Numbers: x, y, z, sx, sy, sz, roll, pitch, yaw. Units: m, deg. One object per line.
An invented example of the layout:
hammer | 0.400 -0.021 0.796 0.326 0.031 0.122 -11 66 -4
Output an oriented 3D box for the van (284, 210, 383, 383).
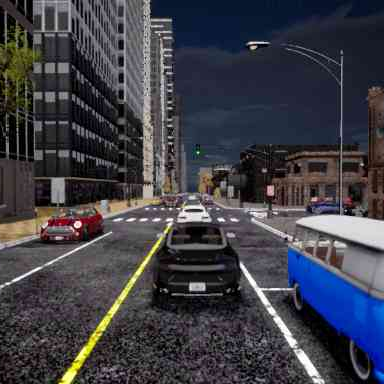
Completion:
van | 2.679 1.340 5.083 1.690 1.788 3.998 -1 0 0

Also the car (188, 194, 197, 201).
car | 0.067 1.504 81.015 1.812 1.442 4.674 0 0 0

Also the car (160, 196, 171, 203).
car | -5.610 1.549 71.053 1.947 1.339 4.313 -1 0 0

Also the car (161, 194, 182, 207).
car | -3.054 1.339 50.273 2.097 1.767 4.553 0 0 0

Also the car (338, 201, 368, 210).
car | 16.443 1.793 31.026 4.313 1.339 1.947 1 0 1

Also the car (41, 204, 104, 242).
car | -5.690 1.435 16.173 1.967 1.590 4.097 -1 0 0

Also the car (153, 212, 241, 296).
car | 0.104 1.503 8.604 1.837 1.490 4.892 0 0 0

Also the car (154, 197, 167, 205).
car | -5.619 1.551 59.764 1.947 1.339 4.313 -1 0 0

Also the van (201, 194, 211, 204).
van | 2.729 1.325 65.347 1.690 1.788 3.998 -1 0 0

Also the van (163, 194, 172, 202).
van | -5.609 1.323 76.697 1.690 1.788 3.998 -1 0 0

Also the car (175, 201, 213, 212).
car | 0.111 1.519 20.120 1.812 1.442 4.674 0 0 0

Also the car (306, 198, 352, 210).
car | 14.846 1.684 36.842 4.181 1.385 1.994 1 1 1

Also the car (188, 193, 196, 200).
car | 0.075 1.257 91.018 2.097 1.767 4.553 0 0 0

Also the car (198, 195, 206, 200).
car | 2.756 1.531 93.568 2.008 1.369 4.403 -1 0 0

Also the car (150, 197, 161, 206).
car | -5.795 1.512 53.951 1.752 1.417 4.829 -1 0 0

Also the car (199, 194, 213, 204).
car | 2.726 1.425 59.703 1.967 1.590 4.097 -1 0 0

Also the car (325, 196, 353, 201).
car | 16.559 1.411 39.403 5.009 1.841 2.192 1 0 1

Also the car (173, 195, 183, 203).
car | -2.942 1.461 70.111 1.882 1.535 5.008 0 0 0
